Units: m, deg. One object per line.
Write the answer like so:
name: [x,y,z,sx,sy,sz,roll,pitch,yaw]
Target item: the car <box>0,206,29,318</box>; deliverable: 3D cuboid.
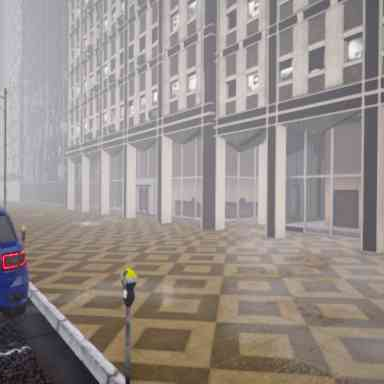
car: [-4.891,1.224,6.710,2.150,2.045,5.566,0,0,-37]
